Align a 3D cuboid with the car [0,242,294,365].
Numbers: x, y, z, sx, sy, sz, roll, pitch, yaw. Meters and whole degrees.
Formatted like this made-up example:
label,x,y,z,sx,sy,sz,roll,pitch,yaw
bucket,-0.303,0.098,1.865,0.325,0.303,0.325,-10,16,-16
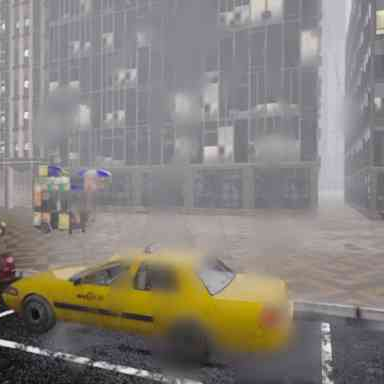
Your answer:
label,x,y,z,sx,sy,sz,roll,pitch,yaw
car,-0.865,1.525,5.479,4.829,1.417,1.752,0,0,21
